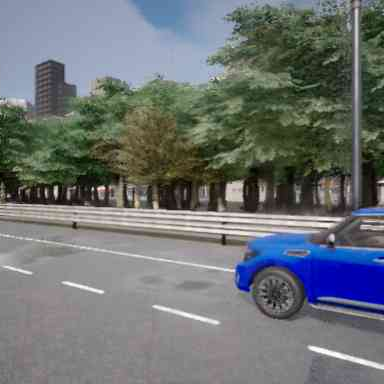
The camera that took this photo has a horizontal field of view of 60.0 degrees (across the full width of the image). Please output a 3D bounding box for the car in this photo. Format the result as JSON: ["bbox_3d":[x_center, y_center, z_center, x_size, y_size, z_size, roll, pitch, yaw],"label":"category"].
[{"bbox_3d":[3.499,1.224,5.671,5.566,2.045,2.150,0,0,36],"label":"car"}]
